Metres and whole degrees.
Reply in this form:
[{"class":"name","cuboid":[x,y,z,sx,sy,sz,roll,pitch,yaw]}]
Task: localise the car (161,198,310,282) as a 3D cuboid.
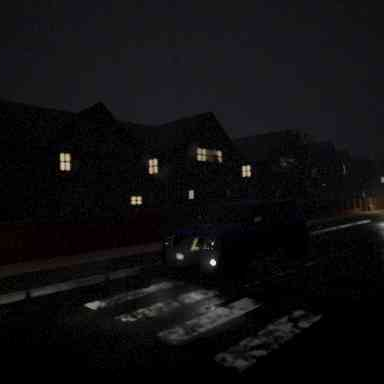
[{"class":"car","cuboid":[1.627,1.261,10.425,5.566,2.045,2.150,-1,-1,-45]}]
